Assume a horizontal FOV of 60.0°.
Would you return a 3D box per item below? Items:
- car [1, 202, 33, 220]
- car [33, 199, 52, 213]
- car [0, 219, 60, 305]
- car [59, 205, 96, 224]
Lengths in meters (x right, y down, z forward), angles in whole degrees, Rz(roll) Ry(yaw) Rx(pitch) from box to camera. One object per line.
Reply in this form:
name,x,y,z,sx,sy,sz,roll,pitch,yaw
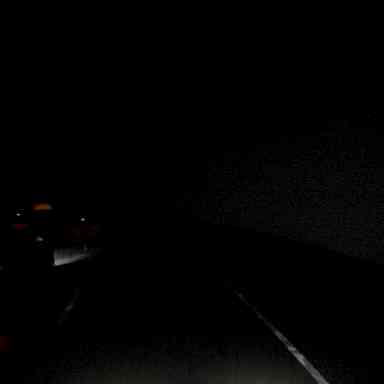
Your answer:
car,-15.672,1.628,29.508,1.837,1.490,4.892,0,0,-33
car,-17.766,1.622,38.974,1.882,1.535,5.008,0,0,-34
car,-4.694,1.601,7.989,1.994,1.385,4.181,0,0,-12
car,-8.909,1.677,25.520,1.895,1.301,4.718,0,0,-32
